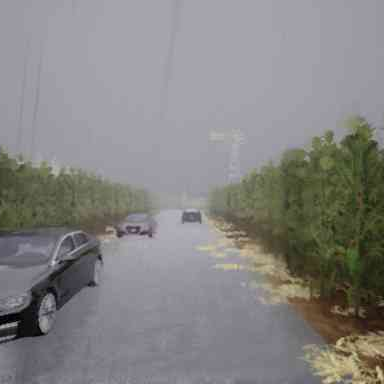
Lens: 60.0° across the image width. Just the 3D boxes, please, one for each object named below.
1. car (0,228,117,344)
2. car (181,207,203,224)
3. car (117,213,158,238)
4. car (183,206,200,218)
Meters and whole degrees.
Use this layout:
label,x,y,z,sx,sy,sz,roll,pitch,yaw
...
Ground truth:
label,x,y,z,sx,sy,sz,roll,pitch,yaw
car,-3.213,1.549,6.817,2.128,1.511,4.902,0,0,0
car,-0.007,2.255,32.234,1.882,1.535,5.008,0,-1,0
car,-3.162,1.948,19.915,1.994,1.385,4.181,0,-2,0
car,-0.054,2.591,43.273,1.994,1.385,4.181,0,-1,0
